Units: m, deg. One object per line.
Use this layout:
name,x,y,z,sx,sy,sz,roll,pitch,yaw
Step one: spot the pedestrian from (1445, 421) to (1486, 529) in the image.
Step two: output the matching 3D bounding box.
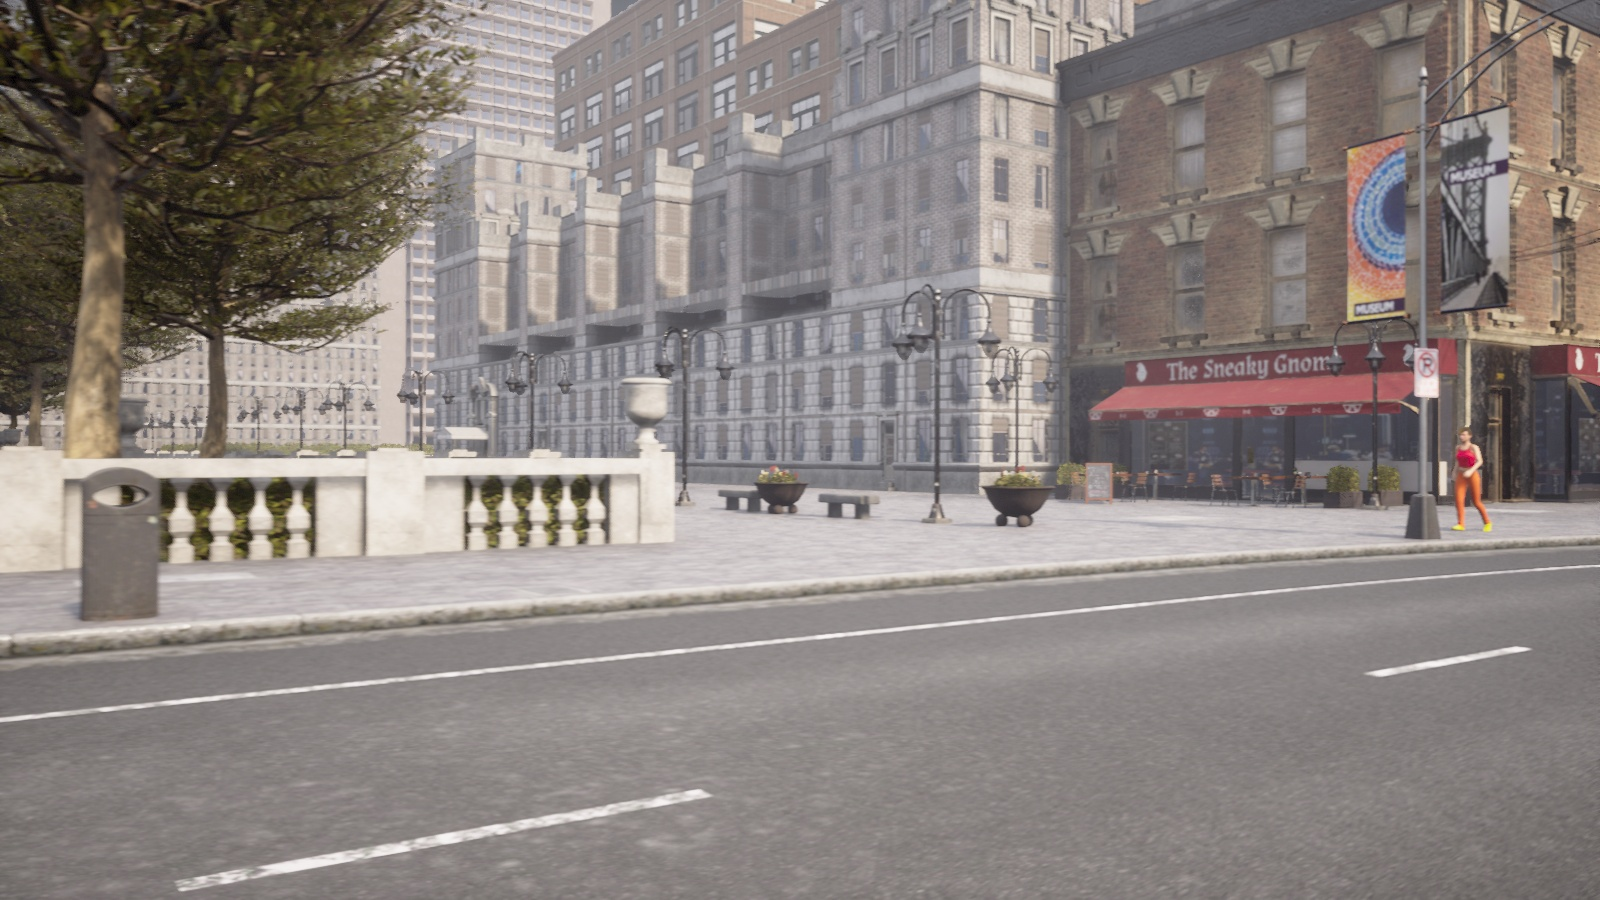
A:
pedestrian,11.499,0.430,21.708,0.594,1.836,0.345,0,0,-28
